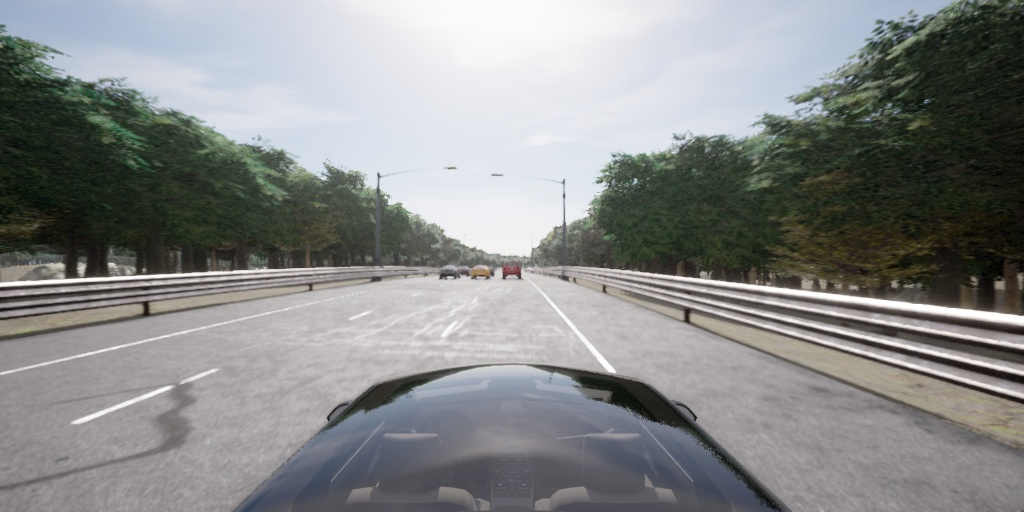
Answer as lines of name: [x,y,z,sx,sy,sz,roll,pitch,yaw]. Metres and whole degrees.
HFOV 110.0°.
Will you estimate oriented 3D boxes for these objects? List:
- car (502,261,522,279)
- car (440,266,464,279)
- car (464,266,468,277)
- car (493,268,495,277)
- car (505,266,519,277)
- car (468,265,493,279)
car: [-0.001,1.568,41.033,2.150,2.045,5.566,0,-2,0]
car: [-7.001,1.850,40.994,1.837,1.490,4.892,0,-2,0]
car: [-6.994,2.204,52.039,1.882,1.535,5.008,0,-2,0]
car: [-3.493,2.209,52.194,1.882,1.535,5.008,0,-2,0]
car: [0.007,2.209,52.187,1.882,1.535,5.008,0,-2,0]
car: [-3.501,1.823,40.995,1.882,1.535,5.008,0,-2,0]
